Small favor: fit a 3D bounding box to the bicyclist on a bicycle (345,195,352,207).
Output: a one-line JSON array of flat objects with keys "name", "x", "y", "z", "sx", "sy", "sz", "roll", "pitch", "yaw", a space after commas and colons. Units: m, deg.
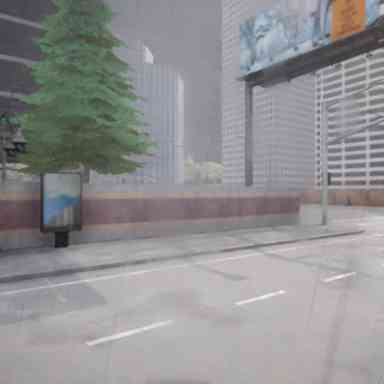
[{"name": "bicyclist on a bicycle", "x": 21.970, "y": 1.305, "z": 46.747, "sx": 1.656, "sy": 1.620, "sz": 0.582, "roll": 0, "pitch": 0, "yaw": -35}]
